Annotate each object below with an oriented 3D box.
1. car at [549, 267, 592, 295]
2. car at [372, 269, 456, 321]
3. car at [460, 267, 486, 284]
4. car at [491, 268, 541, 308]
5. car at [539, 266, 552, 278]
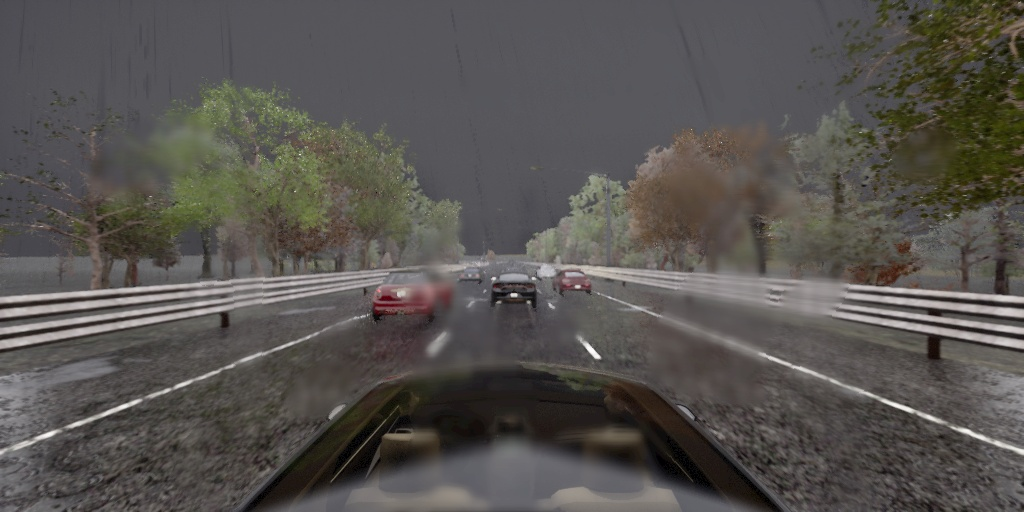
[{"bbox_3d":[3.587,1.542,21.832,1.812,1.442,4.674,0,-1,0],"label":"car"},{"bbox_3d":[-3.416,1.256,13.335,2.097,1.767,4.553,0,-1,0],"label":"car"},{"bbox_3d":[-3.419,1.700,31.748,2.033,1.411,5.357,0,-1,0],"label":"car"},{"bbox_3d":[0.086,1.424,16.594,1.882,1.535,5.008,0,-1,0],"label":"car"},{"bbox_3d":[3.578,1.757,37.566,1.812,1.442,4.674,0,-1,0],"label":"car"}]
